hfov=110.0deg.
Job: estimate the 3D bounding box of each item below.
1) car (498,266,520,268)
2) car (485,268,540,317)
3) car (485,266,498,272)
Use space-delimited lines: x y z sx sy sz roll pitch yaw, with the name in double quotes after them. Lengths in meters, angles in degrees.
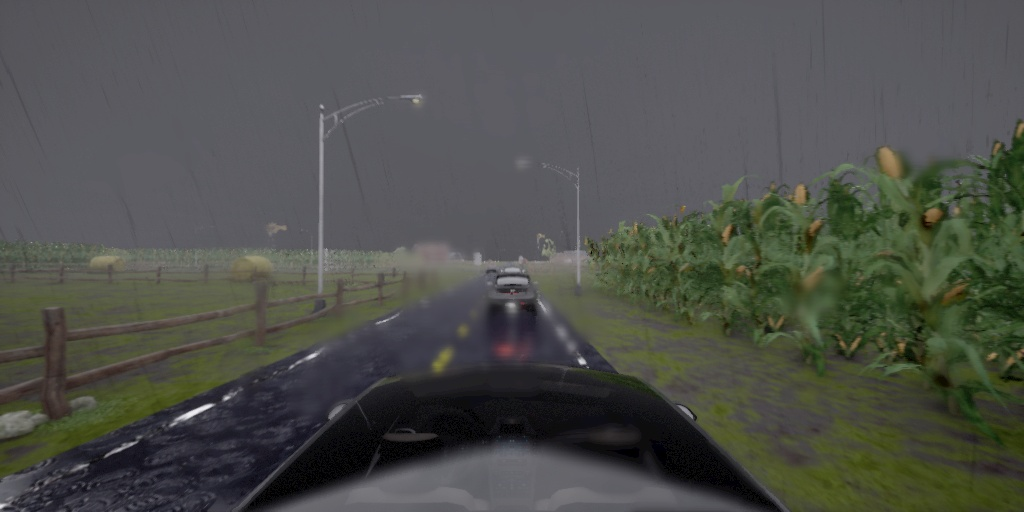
0.048 1.612 30.348 1.882 1.535 5.008 0 0 0 "car"
0.045 1.423 14.151 1.837 1.490 4.892 0 0 1 "car"
-2.807 2.021 51.521 1.895 1.301 4.718 0 -1 1 "car"
